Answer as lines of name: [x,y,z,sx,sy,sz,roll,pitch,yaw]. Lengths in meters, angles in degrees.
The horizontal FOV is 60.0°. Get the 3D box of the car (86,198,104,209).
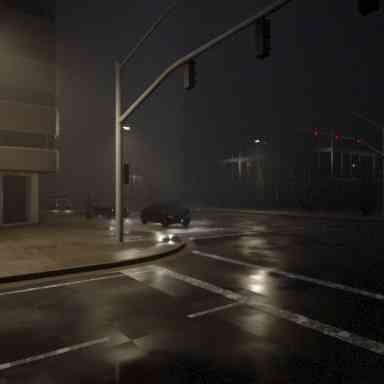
car: [-12.225,1.547,43.172,2.128,1.511,4.902,0,0,-36]

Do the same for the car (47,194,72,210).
car: [-18.268,1.278,45.533,2.150,2.045,5.566,0,0,-36]

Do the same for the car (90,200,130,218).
car: [-7.508,1.656,30.784,1.895,1.301,4.718,0,0,-36]

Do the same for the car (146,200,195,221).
car: [-2.029,1.533,29.221,1.882,1.535,5.008,0,0,-36]

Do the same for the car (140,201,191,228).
car: [-2.014,1.581,23.309,1.812,1.442,4.674,0,0,-36]
